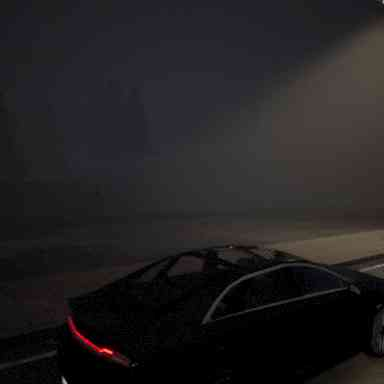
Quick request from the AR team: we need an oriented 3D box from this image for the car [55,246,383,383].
[{"bbox_3d":[0.856,1.488,4.355,4.902,1.511,2.128,0,0,-35],"label":"car"}]
